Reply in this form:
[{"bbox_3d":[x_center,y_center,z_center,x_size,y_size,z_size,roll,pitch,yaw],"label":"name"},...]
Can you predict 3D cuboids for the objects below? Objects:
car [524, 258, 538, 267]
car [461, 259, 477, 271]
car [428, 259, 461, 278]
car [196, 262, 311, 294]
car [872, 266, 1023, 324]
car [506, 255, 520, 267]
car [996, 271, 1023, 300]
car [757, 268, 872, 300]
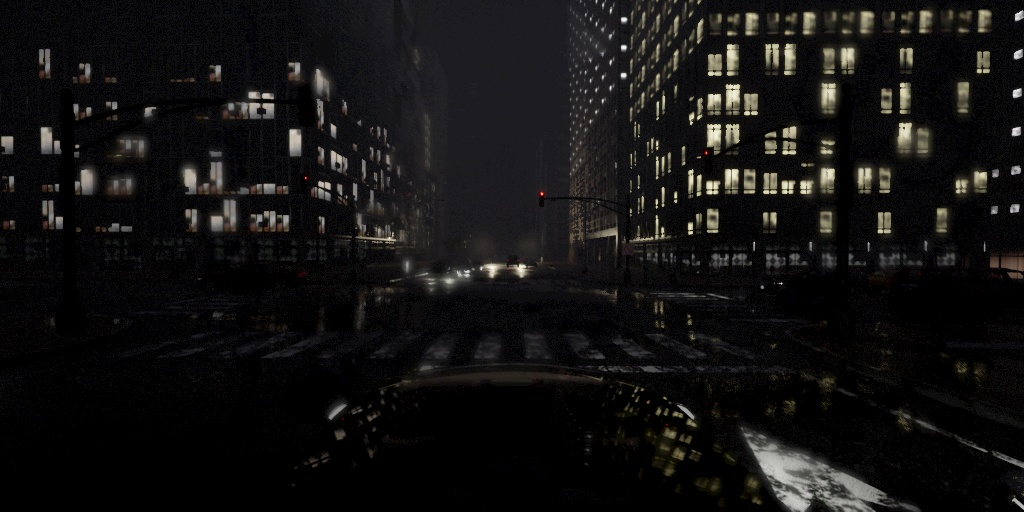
[{"bbox_3d":[3.428,1.228,63.276,1.812,1.442,4.674,0,0,0],"label":"car"},{"bbox_3d":[-6.459,1.209,49.507,2.128,1.511,4.902,0,0,0],"label":"car"},{"bbox_3d":[-6.508,1.084,34.059,2.097,1.767,4.553,0,0,0],"label":"car"},{"bbox_3d":[-13.383,1.088,18.768,5.008,1.535,1.882,0,3,-12],"label":"car"},{"bbox_3d":[16.221,1.281,12.455,5.009,1.841,2.192,0,0,1],"label":"car"},{"bbox_3d":[0.176,0.924,62.898,2.150,2.045,5.566,0,0,0],"label":"car"},{"bbox_3d":[28.384,1.528,17.989,5.357,1.411,2.033,0,1,1],"label":"car"},{"bbox_3d":[15.289,1.357,18.286,4.902,1.511,2.128,1,1,2],"label":"car"}]
